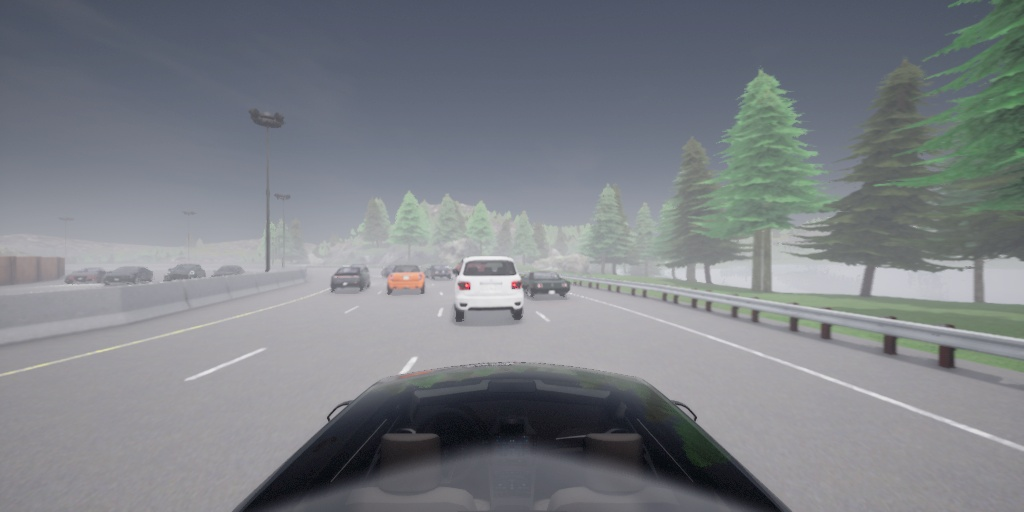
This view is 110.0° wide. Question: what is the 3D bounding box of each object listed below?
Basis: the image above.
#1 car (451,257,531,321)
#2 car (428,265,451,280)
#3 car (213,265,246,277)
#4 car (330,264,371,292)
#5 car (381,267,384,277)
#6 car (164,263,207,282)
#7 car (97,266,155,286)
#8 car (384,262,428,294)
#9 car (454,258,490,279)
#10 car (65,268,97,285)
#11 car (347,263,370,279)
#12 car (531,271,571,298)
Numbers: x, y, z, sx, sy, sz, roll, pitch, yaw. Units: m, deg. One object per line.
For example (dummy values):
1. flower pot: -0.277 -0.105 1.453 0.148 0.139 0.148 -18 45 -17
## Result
1. car: -0.976 1.050 13.146 2.150 2.045 5.566 0 0 -8
2. car: -7.372 1.556 35.568 2.033 1.411 5.357 0 0 -24
3. car: -25.399 1.597 32.345 1.837 1.490 4.892 0 -1 -28
4. car: -10.326 1.438 23.172 2.128 1.511 4.902 0 0 -15
5. car: -12.918 1.625 38.886 1.994 1.385 4.181 0 0 -27
6. car: -29.415 1.468 32.418 2.097 1.767 4.553 0 0 -29
7. car: -32.191 1.595 30.271 1.882 1.535 5.008 0 -1 -29
8. car: -6.457 1.269 22.143 2.097 1.767 4.553 0 0 -14
9. car: -4.237 1.221 37.026 2.150 2.045 5.566 0 0 -23
10. car: -36.931 1.717 31.479 1.994 1.385 4.181 0 0 -32
11. car: -16.332 1.553 37.997 1.882 1.535 5.008 0 0 -27
12. car: 1.464 1.454 19.251 1.895 1.301 4.718 0 0 -11
